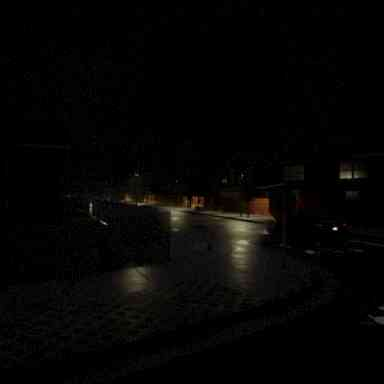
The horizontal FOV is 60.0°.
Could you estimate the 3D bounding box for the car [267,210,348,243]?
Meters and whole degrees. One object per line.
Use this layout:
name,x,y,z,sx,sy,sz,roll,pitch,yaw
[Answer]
car,5.556,1.602,16.513,1.994,1.385,4.181,0,0,-22

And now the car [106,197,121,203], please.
car,-12.378,1.496,52.373,2.128,1.511,4.902,0,0,-23
